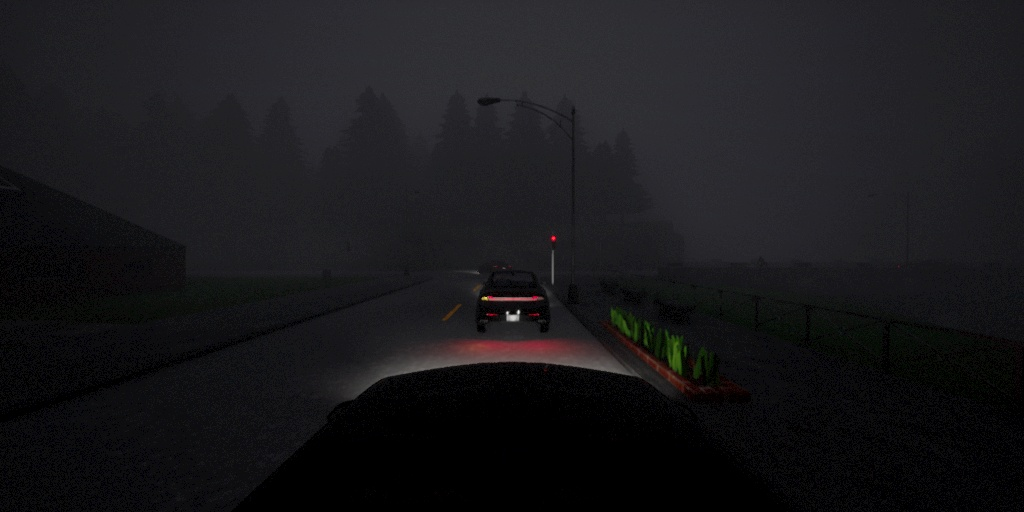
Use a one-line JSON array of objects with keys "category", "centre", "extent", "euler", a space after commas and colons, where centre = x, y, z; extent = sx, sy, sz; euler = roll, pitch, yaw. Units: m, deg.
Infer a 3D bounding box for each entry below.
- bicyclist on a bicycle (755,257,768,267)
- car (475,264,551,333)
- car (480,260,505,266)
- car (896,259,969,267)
[{"category": "bicyclist on a bicycle", "centre": [21.238, 0.868, 30.517], "extent": [0.582, 1.620, 1.656], "euler": [0, 0, 0]}, {"category": "car", "centre": [0.028, 1.171, 10.516], "extent": [2.128, 1.511, 4.902], "euler": [0, 0, 0]}, {"category": "car", "centre": [-1.680, 1.057, 33.855], "extent": [1.994, 1.385, 4.181], "euler": [0, 0, -27]}, {"category": "car", "centre": [40.482, 1.086, 34.754], "extent": [4.718, 1.301, 1.895], "euler": [0, 0, 0]}]
